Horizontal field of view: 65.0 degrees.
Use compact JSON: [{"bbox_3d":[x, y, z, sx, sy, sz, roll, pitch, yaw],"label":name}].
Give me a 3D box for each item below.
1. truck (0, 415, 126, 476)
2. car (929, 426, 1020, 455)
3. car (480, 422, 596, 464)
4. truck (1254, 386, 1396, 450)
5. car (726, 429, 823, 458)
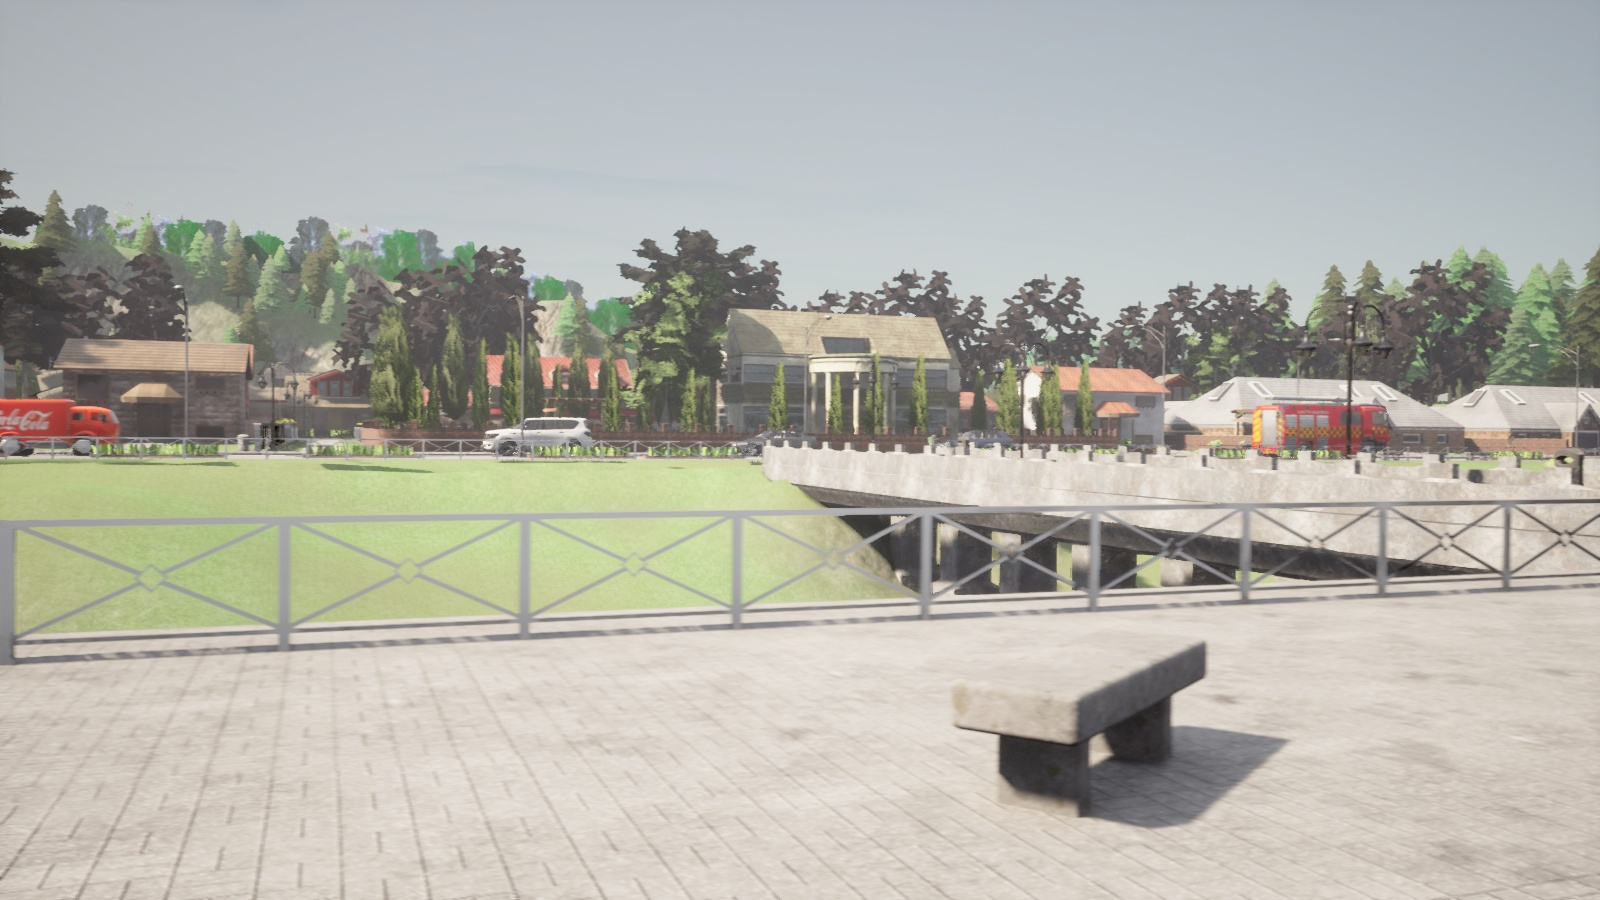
[{"bbox_3d":[-31.796,-0.214,53.402,5.204,2.467,2.627,-1,1,-21],"label":"truck"},{"bbox_3d":[10.236,-0.581,73.633,4.856,1.649,2.033,-1,1,-21],"label":"car"},{"bbox_3d":[-13.493,-0.389,64.628,5.566,2.045,2.150,-1,1,-21],"label":"car"},{"bbox_3d":[32.546,-1.985,77.806,8.468,3.827,2.891,-1,1,-21],"label":"truck"},{"bbox_3d":[-1.402,-0.357,69.218,4.902,1.511,2.128,-1,1,-21],"label":"car"}]
